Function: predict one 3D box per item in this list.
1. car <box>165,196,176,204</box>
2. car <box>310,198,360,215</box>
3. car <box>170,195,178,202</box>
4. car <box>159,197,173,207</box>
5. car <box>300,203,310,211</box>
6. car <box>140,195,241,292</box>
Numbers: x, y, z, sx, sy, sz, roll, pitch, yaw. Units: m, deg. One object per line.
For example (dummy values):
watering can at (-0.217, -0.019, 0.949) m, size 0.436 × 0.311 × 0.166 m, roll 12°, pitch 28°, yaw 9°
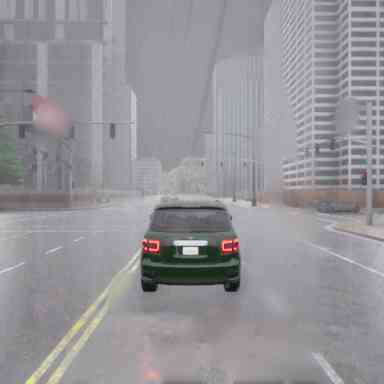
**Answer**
car at (-4.124, 1.526, 63.957) m, size 1.812 × 1.442 × 4.674 m, roll 0°, pitch 1°, yaw 0°
car at (14.680, 1.564, 33.768) m, size 4.181 × 1.385 × 1.994 m, roll 0°, pitch 0°, yaw -3°
car at (-4.209, 1.477, 78.505) m, size 1.882 × 1.535 × 5.008 m, roll 0°, pitch 0°, yaw -1°
car at (-4.054, 1.504, 52.414) m, size 1.837 × 1.490 × 4.892 m, roll 0°, pitch 0°, yaw 0°
car at (14.716, 1.505, 37.421) m, size 4.892 × 1.490 × 1.837 m, roll 0°, pitch 0°, yaw 0°
car at (-0.027, 1.221, 9.056) m, size 2.150 × 2.045 × 5.566 m, roll 0°, pitch 0°, yaw 0°
